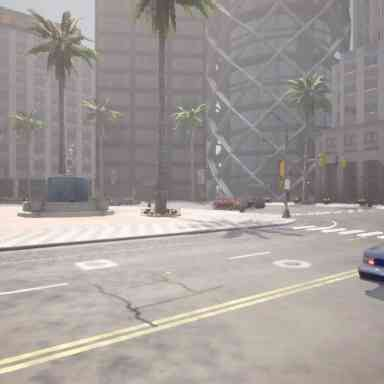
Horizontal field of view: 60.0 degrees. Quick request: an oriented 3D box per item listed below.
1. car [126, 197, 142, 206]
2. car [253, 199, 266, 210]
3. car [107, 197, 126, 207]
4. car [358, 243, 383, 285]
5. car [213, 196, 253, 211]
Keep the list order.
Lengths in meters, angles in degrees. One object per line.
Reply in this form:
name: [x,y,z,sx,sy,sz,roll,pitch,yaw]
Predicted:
car: [-10.608,1.491,54.587,4.902,1.511,2.128,0,0,12]
car: [7.346,1.477,43.514,1.882,1.535,5.008,0,0,-41]
car: [-12.995,1.564,51.527,4.181,1.385,1.994,0,0,9]
car: [6.251,1.547,8.230,5.357,1.411,2.033,0,0,-35]
car: [4.754,1.352,41.159,2.097,1.767,4.553,0,0,-42]
